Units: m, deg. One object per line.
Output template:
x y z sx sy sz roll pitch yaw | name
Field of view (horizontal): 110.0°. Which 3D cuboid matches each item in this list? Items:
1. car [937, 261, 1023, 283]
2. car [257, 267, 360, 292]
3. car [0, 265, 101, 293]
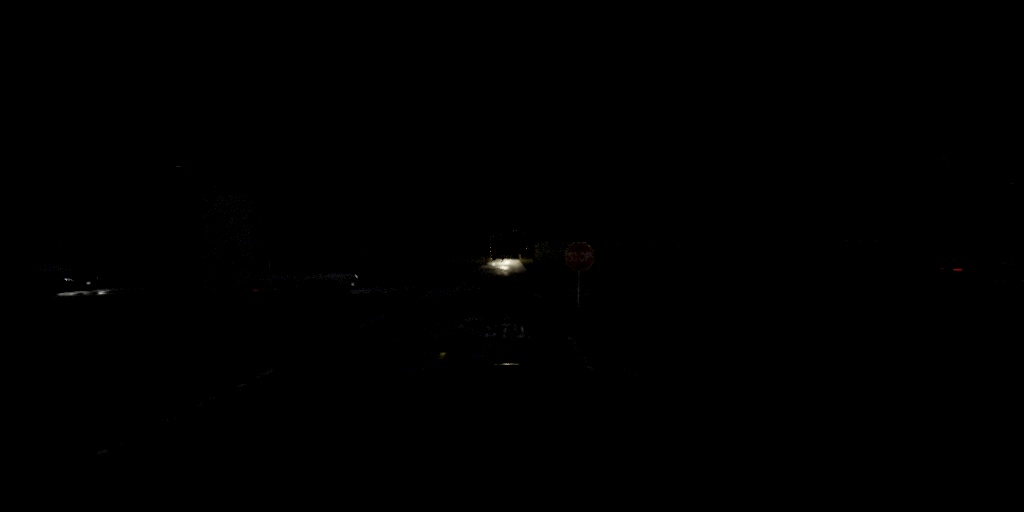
31.427 1.056 24.140 4.892 1.490 1.837 0 1 -8 | car
-11.016 1.258 19.701 4.718 1.301 1.895 0 1 -3 | car
-25.428 1.201 19.524 4.674 1.442 1.812 0 1 -1 | car
